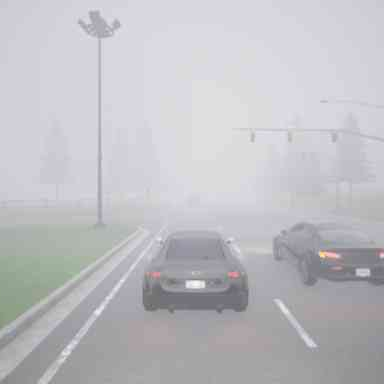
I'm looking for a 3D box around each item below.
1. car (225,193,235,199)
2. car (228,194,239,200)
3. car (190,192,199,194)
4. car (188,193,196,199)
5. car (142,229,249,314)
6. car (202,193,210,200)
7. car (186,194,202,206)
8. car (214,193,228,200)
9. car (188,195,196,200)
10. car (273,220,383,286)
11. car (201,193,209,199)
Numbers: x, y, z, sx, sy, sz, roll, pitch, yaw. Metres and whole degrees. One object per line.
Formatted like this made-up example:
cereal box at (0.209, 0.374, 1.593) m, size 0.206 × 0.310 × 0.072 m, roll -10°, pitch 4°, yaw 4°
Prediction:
car at (10.520, 1.129, 92.166) m, size 2.033 × 1.411 × 5.357 m, roll 0°, pitch 0°, yaw 0°
car at (10.518, 1.300, 82.163) m, size 1.812 × 1.442 × 4.674 m, roll 0°, pitch 0°, yaw 0°
car at (0.429, 1.049, 66.004) m, size 2.150 × 2.045 × 5.566 m, roll 0°, pitch 0°, yaw 0°
car at (0.020, 1.115, 92.168) m, size 2.128 × 1.511 × 4.902 m, roll 0°, pitch 0°, yaw 0°
car at (0.072, 1.543, 7.686) m, size 1.994 × 1.385 × 4.181 m, roll 0°, pitch 0°, yaw 0°
car at (3.518, 1.328, 82.165) m, size 1.994 × 1.385 × 4.181 m, roll 0°, pitch 0°, yaw 0°
car at (0.011, 1.413, 51.129) m, size 2.033 × 1.411 × 5.357 m, roll 0°, pitch 0°, yaw 0°
car at (7.018, 1.300, 82.164) m, size 1.812 × 1.442 × 4.674 m, roll 0°, pitch 0°, yaw 0°
car at (0.018, 1.371, 82.196) m, size 1.895 × 1.301 × 4.718 m, roll 0°, pitch 0°, yaw 0°
car at (3.581, 1.501, 9.232) m, size 1.812 × 1.442 × 4.674 m, roll 0°, pitch 0°, yaw 0°
car at (3.520, 1.115, 92.167) m, size 2.128 × 1.511 × 4.902 m, roll 0°, pitch 0°, yaw 0°
